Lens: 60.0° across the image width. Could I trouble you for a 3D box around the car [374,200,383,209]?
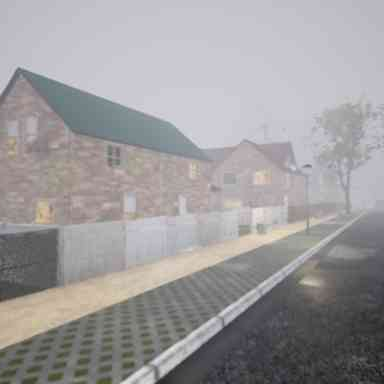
[{"bbox_3d":[40.603,2.670,71.687,2.150,2.045,5.566,0,-2,30],"label":"car"}]
